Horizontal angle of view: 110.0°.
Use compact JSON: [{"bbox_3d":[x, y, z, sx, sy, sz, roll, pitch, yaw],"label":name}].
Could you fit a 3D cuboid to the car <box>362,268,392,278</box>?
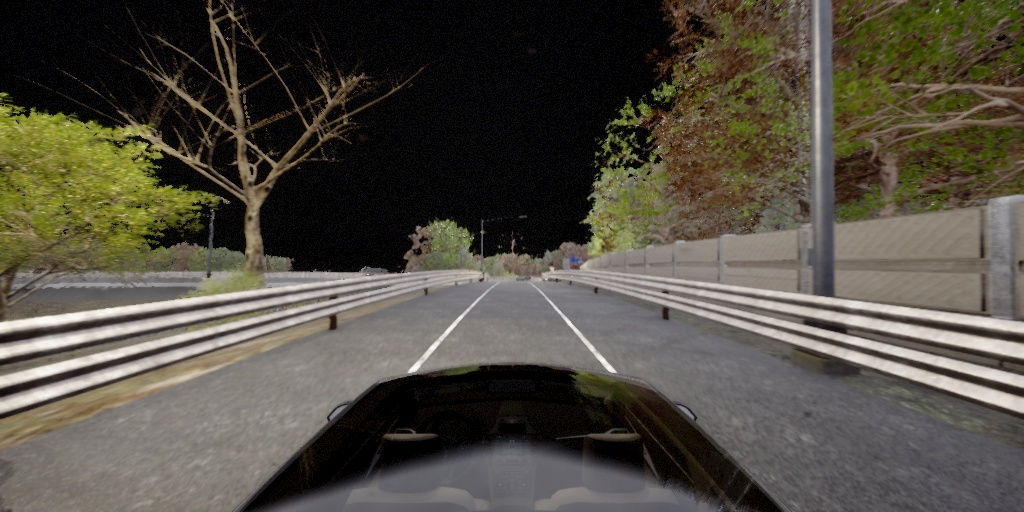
[{"bbox_3d":[-20.585,2.963,56.470,5.566,2.045,2.150,3,-5,-39],"label":"car"}]
